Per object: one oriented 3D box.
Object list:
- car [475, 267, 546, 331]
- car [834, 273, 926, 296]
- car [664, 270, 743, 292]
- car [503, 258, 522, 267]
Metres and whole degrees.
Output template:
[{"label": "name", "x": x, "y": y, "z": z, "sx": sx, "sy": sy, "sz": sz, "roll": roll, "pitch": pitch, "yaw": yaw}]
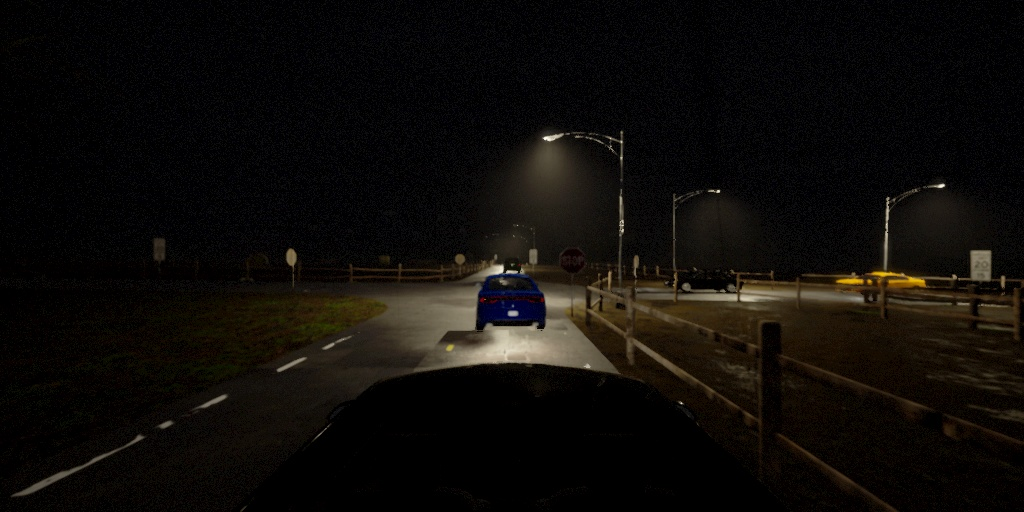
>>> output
[{"label": "car", "x": -0.134, "y": 1.289, "z": 11.353, "sx": 1.882, "sy": 1.535, "sz": 5.008, "roll": 0, "pitch": 0, "yaw": -4}, {"label": "car", "x": 24.716, "y": 1.887, "z": 24.189, "sx": 5.008, "sy": 1.535, "sz": 1.882, "roll": 1, "pitch": 0, "yaw": 0}, {"label": "car", "x": 12.817, "y": 1.653, "z": 24.151, "sx": 4.892, "sy": 1.490, "sz": 1.837, "roll": 1, "pitch": 0, "yaw": 1}, {"label": "car", "x": 0.056, "y": 1.228, "z": 45.850, "sx": 2.150, "sy": 2.045, "sz": 5.566, "roll": 0, "pitch": 0, "yaw": 1}]
